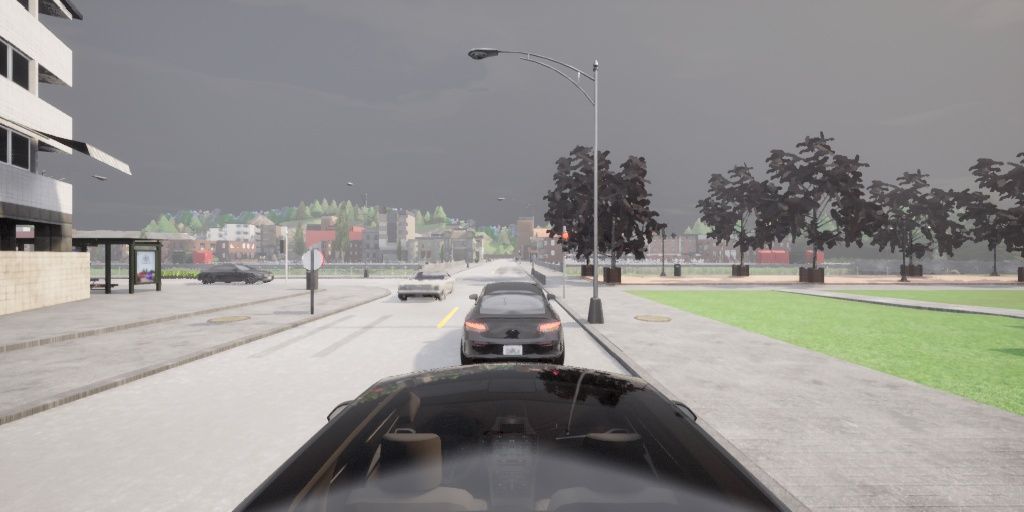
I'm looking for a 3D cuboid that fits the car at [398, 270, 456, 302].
[{"bbox_3d":[-3.924,1.348,17.157,1.895,1.301,4.718,0,0,-1],"label":"car"}]

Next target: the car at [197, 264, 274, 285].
[{"bbox_3d":[-19.464,1.276,25.332,4.674,1.442,1.812,0,0,0],"label":"car"}]

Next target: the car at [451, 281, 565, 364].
[{"bbox_3d":[0.007,1.276,7.794,1.812,1.442,4.674,0,0,0],"label":"car"}]
